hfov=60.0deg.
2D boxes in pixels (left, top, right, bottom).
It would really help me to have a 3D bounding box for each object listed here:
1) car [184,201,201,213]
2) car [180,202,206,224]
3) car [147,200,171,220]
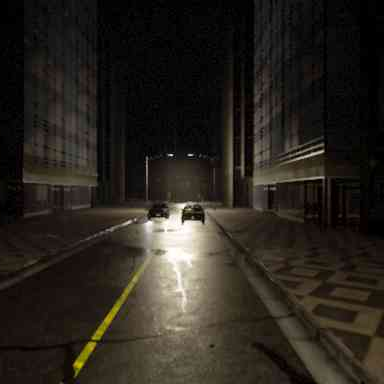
[{"bbox_3d":[0.058,1.980,44.569,2.033,1.411,5.357,0,-1,0],"label":"car"},{"bbox_3d":[0.075,1.740,26.891,2.128,1.511,4.902,0,0,0],"label":"car"},{"bbox_3d":[-3.030,1.795,31.028,1.837,1.490,4.892,0,-1,0],"label":"car"}]
